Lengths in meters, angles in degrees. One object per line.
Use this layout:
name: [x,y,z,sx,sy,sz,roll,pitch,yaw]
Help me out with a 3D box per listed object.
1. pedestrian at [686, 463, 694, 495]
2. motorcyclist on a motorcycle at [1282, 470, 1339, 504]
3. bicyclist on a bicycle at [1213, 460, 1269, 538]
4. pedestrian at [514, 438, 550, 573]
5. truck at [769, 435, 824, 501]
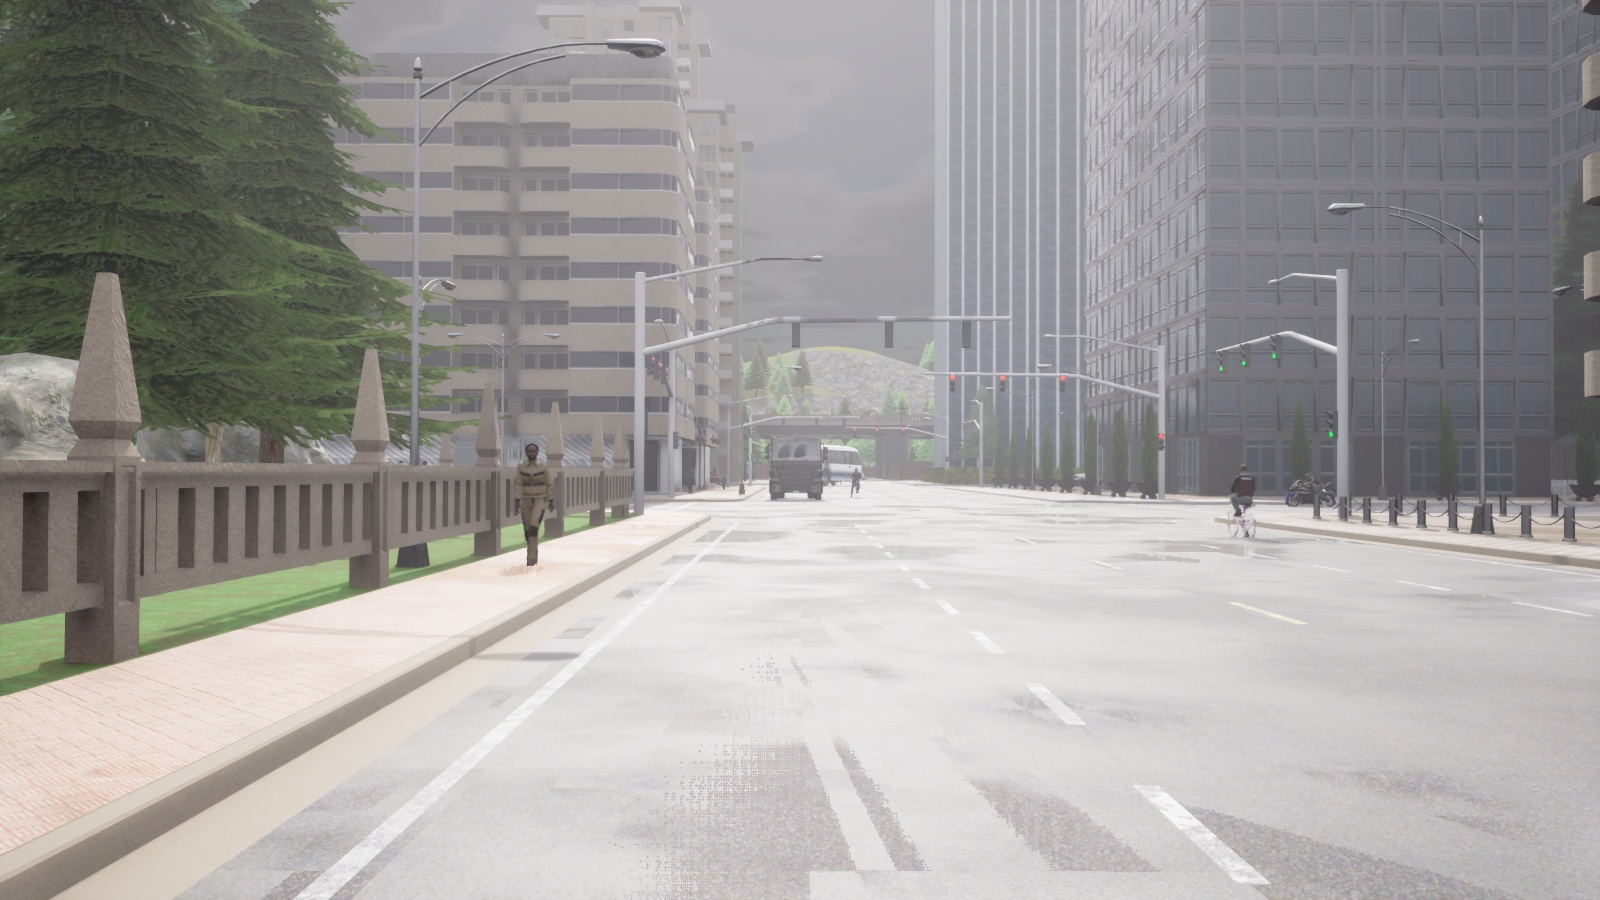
pedestrian: [-6.731,1.789,76.953,0.423,1.949,0.788,0,-1,0]
motorcyclist on a motorcycle: [22.751,1.641,55.963,2.191,1.530,0.866,0,-1,0]
bicyclist on a bicycle: [10.415,1.141,29.721,0.659,1.776,1.843,0,-1,0]
pedestrian: [-3.909,0.796,18.331,0.396,1.930,0.692,0,-1,-2]
truck: [-0.204,1.010,70.268,2.891,3.462,7.936,0,-1,0]
